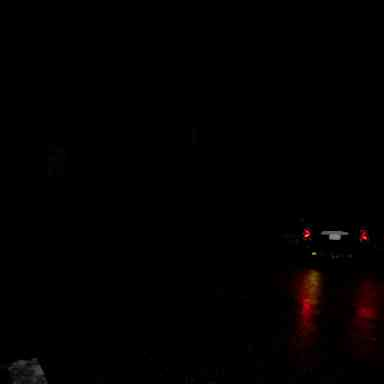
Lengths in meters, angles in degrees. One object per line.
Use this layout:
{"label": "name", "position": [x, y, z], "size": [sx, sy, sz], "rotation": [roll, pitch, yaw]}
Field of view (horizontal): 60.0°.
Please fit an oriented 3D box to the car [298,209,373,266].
{"label": "car", "position": [4.942, 1.362, 11.893], "size": [2.097, 1.767, 4.553], "rotation": [0, 0, 19]}
